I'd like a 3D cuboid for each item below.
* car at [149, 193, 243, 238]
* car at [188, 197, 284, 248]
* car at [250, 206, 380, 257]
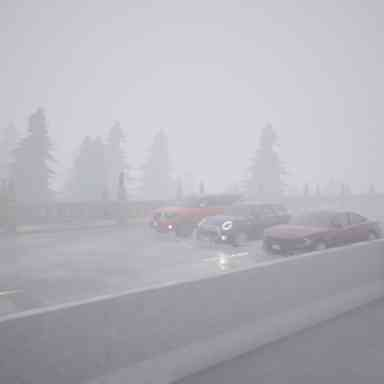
[{"bbox_3d":[0.525,1.103,17.262,5.566,2.045,2.150,-1,1,-35],"label":"car"},{"bbox_3d":[2.396,1.238,14.297,4.553,1.767,2.097,-1,0,-36],"label":"car"},{"bbox_3d":[4.580,1.361,11.556,5.008,1.535,1.882,-1,1,-35],"label":"car"}]
